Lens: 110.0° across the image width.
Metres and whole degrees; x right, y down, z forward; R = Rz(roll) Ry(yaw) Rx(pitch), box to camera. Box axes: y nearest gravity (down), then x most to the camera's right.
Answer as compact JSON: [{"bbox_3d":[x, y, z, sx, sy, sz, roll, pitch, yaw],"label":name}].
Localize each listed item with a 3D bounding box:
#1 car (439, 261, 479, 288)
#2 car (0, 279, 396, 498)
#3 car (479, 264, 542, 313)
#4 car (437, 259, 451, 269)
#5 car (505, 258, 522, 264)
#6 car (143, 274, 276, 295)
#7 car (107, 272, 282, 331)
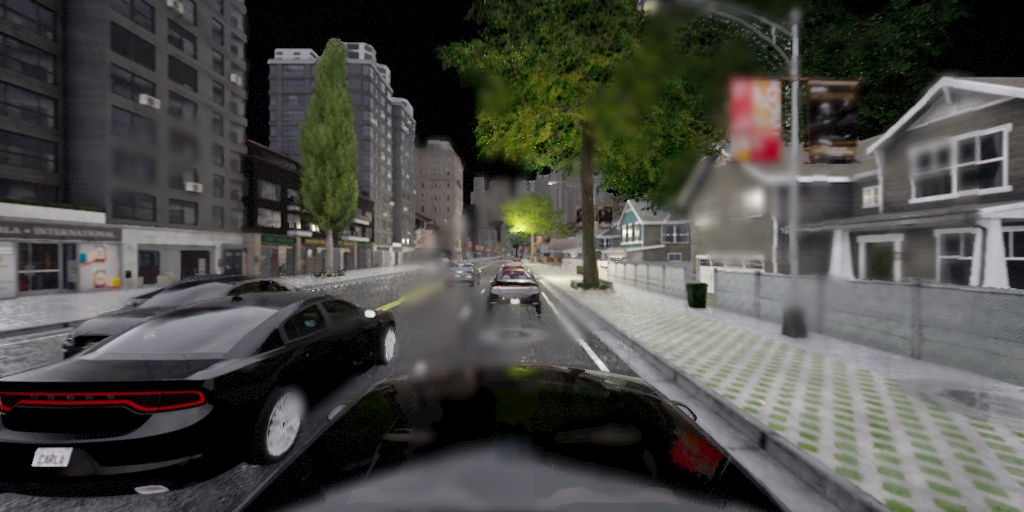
[{"bbox_3d":[-3.145,1.274,23.730,2.033,1.411,5.357,0,0,0],"label":"car"},{"bbox_3d":[-3.149,1.225,4.933,1.882,1.535,5.008,0,0,0],"label":"car"},{"bbox_3d":[0.103,1.231,13.819,2.128,1.511,4.902,0,0,0],"label":"car"},{"bbox_3d":[-9.808,1.164,53.028,2.128,1.511,4.902,0,0,0],"label":"car"},{"bbox_3d":[0.108,1.189,32.136,1.882,1.535,5.008,0,0,0],"label":"car"},{"bbox_3d":[-6.599,1.251,8.073,1.837,1.490,4.892,0,0,0],"label":"car"},{"bbox_3d":[-9.848,1.306,11.701,1.994,1.385,4.181,0,0,0],"label":"car"}]
